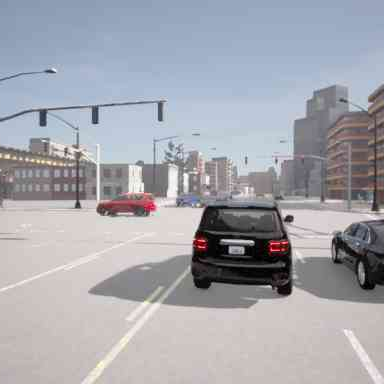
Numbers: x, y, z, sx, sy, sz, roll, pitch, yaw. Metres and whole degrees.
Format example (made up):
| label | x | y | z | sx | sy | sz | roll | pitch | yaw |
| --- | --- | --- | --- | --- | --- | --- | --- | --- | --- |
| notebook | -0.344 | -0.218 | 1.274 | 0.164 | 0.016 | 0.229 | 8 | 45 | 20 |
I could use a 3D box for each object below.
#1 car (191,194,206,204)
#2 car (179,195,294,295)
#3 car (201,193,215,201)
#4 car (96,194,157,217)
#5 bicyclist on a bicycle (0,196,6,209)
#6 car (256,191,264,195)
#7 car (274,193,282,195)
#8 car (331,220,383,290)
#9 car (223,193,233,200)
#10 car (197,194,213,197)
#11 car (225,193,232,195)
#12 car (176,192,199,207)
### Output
| label | x | y | z | sx | sy | sz | roll | pitch | yaw |
| --- | --- | --- | --- | --- | --- | --- | --- | --- | --- |
| car | 1.159 | 1.210 | 57.940 | 1.837 | 1.490 | 4.892 | 0 | 1 | 11 |
| car | 1.534 | 1.220 | 9.038 | 2.150 | 2.045 | 5.566 | 0 | 0 | 14 |
| car | 3.297 | 1.066 | 68.204 | 2.033 | 1.411 | 5.357 | 0 | 1 | 12 |
| car | -6.019 | 1.195 | 30.824 | 5.566 | 2.045 | 2.150 | -1 | 0 | 10 |
| bicyclist on a bicycle | -23.840 | 1.298 | 41.444 | 0.582 | 1.620 | 1.656 | 0 | 0 | 10 |
| car | 17.423 | 0.548 | 85.141 | 2.097 | 1.767 | 4.553 | 0 | 1 | 11 |
| car | 17.722 | 1.008 | 68.516 | 2.033 | 1.411 | 5.357 | 0 | 1 | 11 |
| car | 5.095 | 1.504 | 8.918 | 1.837 | 1.490 | 4.892 | 0 | 0 | 11 |
| car | 8.084 | 0.916 | 74.198 | 1.812 | 1.442 | 4.674 | 0 | 1 | 11 |
| car | 2.328 | 1.375 | 46.057 | 1.837 | 1.490 | 4.892 | 0 | 1 | 11 |
| car | 6.034 | 1.083 | 64.244 | 1.837 | 1.490 | 4.892 | 0 | 1 | 12 |
| car | -0.753 | 1.073 | 48.463 | 2.150 | 2.045 | 5.566 | 0 | 1 | 12 |
